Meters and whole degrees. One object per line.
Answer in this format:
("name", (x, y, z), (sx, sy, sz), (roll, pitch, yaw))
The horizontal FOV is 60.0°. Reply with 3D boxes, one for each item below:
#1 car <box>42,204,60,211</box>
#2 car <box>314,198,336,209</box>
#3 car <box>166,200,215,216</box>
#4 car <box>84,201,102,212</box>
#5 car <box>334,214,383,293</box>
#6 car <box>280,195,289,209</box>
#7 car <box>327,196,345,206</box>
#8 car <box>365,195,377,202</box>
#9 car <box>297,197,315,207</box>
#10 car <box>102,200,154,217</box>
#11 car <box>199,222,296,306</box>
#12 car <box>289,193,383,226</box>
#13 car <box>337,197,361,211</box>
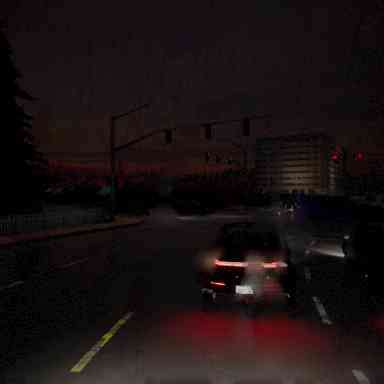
("car", (-17.467, 1.547, 39.113), (4.902, 1.511, 2.128), (0, 0, 32))
("car", (19.176, 1.547, 47.886), (2.033, 1.411, 5.357), (0, 0, 32))
("car", (-0.161, 1.526, 32.851), (5.008, 1.535, 1.882), (-1, 0, 26))
("car", (-10.344, 1.656, 38.794), (4.718, 1.301, 1.895), (0, 0, 32))
("car", (5.178, 1.547, 8.537), (2.033, 1.411, 5.357), (0, 0, 16))
("car", (13.404, 1.505, 45.191), (1.837, 1.490, 4.892), (0, 0, 32))
("car", (24.626, 1.492, 56.709), (2.128, 1.511, 4.902), (0, 0, 32))
("car", (42.651, 1.525, 79.273), (2.128, 1.511, 4.902), (0, 0, 32))
("car", (18.156, 1.526, 52.891), (1.812, 1.442, 4.674), (0, 0, 32))
("car", (-5.836, 1.547, 31.856), (4.902, 1.511, 2.128), (0, 0, 32))
("car", (1.426, 1.492, 8.164), (2.128, 1.511, 4.902), (0, 0, 12))
("car", (9.730, 1.246, 22.156), (5.566, 2.045, 2.150), (0, 0, 32))
("car", (19.897, 1.491, 42.054), (2.128, 1.511, 4.902), (0, 0, 32))
